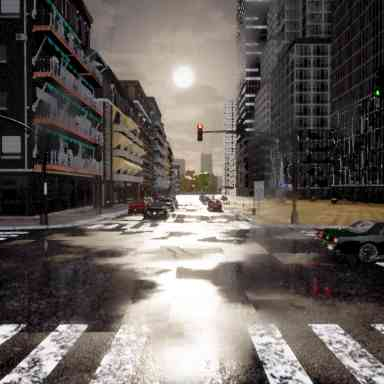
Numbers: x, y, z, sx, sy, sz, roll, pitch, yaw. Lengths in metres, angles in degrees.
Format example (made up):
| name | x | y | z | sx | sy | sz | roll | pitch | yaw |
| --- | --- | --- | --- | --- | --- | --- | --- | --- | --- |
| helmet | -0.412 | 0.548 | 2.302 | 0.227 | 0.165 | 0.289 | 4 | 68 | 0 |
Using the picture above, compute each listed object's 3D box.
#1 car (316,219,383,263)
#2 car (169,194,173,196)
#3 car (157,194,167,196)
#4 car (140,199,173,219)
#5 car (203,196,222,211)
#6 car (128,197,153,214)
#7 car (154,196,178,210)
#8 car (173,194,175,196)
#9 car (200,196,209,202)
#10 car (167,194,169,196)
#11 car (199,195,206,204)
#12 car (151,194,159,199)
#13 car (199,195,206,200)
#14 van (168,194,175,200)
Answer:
| name | x | y | z | sx | sy | sz | roll | pitch | yaw |
| --- | --- | --- | --- | --- | --- | --- | --- | --- | --- |
| car | 6.967 | 1.604 | 11.463 | 4.718 | 1.301 | 1.895 | 0 | 1 | 0 |
| car | -5.562 | 1.583 | 69.226 | 1.802 | 1.307 | 4.206 | -1 | 0 | 0 |
| car | -5.600 | 1.312 | 52.279 | 2.192 | 1.841 | 5.009 | -1 | 0 | 0 |
| car | -3.042 | 1.560 | 29.105 | 1.994 | 1.385 | 4.181 | 0 | 0 | 0 |
| car | 2.727 | 1.540 | 41.021 | 1.887 | 1.381 | 4.507 | -1 | 0 | 0 |
| car | -5.631 | 1.540 | 35.332 | 1.887 | 1.381 | 4.507 | -1 | 0 | 0 |
| car | -3.017 | 1.500 | 39.015 | 1.837 | 1.490 | 4.892 | 0 | 0 | 0 |
| car | -5.532 | 1.321 | 86.173 | 2.192 | 1.841 | 5.009 | -1 | 0 | 0 |
| car | 2.796 | 1.547 | 74.915 | 1.887 | 1.381 | 4.507 | -1 | 0 | 0 |
| car | -5.587 | 1.438 | 57.927 | 1.967 | 1.590 | 4.097 | -1 | 0 | 0 |
| car | 2.773 | 1.550 | 63.617 | 2.008 | 1.369 | 4.403 | -1 | 0 | 0 |
| car | -5.621 | 1.435 | 40.981 | 1.967 | 1.590 | 4.097 | -1 | 0 | 0 |
| car | 2.830 | 1.534 | 92.033 | 1.752 | 1.417 | 4.829 | -1 | 0 | 0 |
| van | -5.520 | 1.349 | 91.820 | 1.690 | 1.788 | 3.998 | -1 | 0 | 0 |
